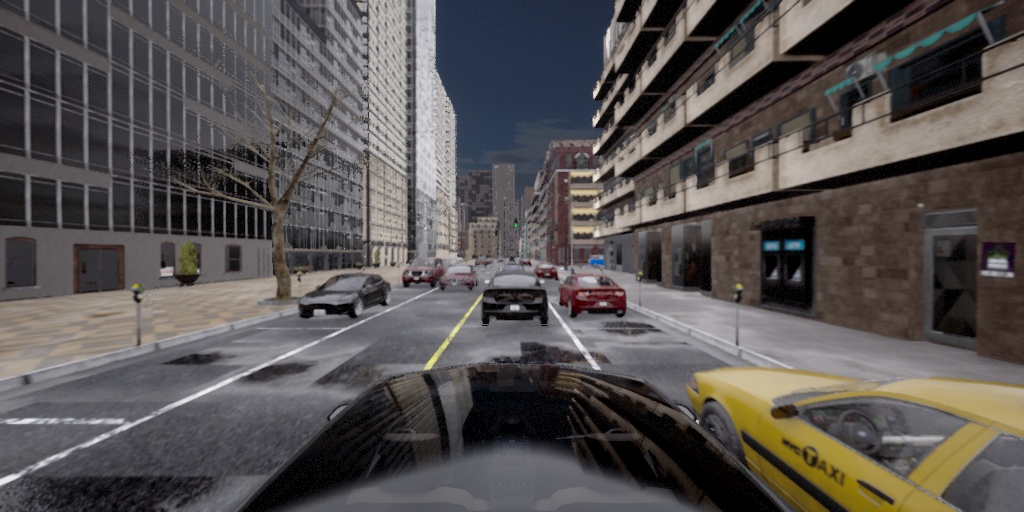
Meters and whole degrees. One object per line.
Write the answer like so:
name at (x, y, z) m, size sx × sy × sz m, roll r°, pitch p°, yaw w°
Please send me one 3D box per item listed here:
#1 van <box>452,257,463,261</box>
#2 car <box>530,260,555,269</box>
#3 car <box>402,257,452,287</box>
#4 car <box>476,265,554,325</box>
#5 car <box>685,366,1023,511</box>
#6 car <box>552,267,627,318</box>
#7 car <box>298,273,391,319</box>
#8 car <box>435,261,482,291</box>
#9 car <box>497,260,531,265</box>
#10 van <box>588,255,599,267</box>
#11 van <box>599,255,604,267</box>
van at (-5.685, 1.023, 34.883) m, size 1.690 × 1.789 × 3.998 m, roll 0°, pitch 0°, yaw 0°
car at (2.694, 1.237, 29.357) m, size 1.888 × 1.381 × 4.507 m, roll 0°, pitch 0°, yaw 0°
car at (-5.688, 1.017, 23.837) m, size 2.192 × 1.841 × 5.009 m, roll 0°, pitch 0°, yaw 0°
car at (0.085, 1.206, 11.751) m, size 1.882 × 1.535 × 5.008 m, roll 0°, pitch 0°, yaw 0°
car at (2.688, 1.275, 1.913) m, size 1.751 × 1.417 × 4.829 m, roll 0°, pitch 0°, yaw 0°
car at (2.691, 1.271, 12.789) m, size 1.888 × 1.381 × 4.507 m, roll 0°, pitch 0°, yaw 0°
car at (-5.690, 1.291, 12.792) m, size 1.948 × 1.339 × 4.313 m, roll 0°, pitch 0°, yaw 0°
car at (-3.092, 1.232, 21.636) m, size 1.812 × 1.442 × 4.674 m, roll 0°, pitch 0°, yaw 0°
car at (0.088, 1.244, 26.608) m, size 2.033 × 1.411 × 5.357 m, roll 0°, pitch 0°, yaw 0°
van at (13.731, 0.763, 54.840) m, size 3.998 × 1.789 × 1.690 m, roll 0°, pitch 0°, yaw 0°
van at (13.751, 0.816, 46.459) m, size 3.998 × 1.789 × 1.690 m, roll 0°, pitch 0°, yaw 0°
